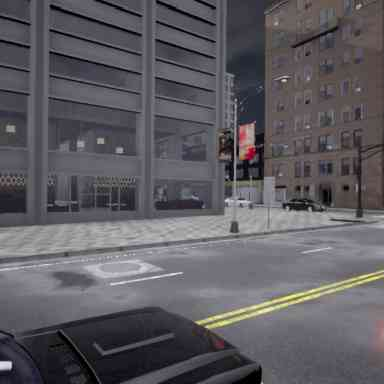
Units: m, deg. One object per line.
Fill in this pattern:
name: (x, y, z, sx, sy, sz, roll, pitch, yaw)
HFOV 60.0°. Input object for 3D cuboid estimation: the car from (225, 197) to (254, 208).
car: (6.072, 1.380, 43.931, 1.812, 1.442, 4.674, 1, 0, -35)

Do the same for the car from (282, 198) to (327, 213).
car: (11.935, 1.402, 35.605, 1.837, 1.490, 4.892, 1, 0, -35)

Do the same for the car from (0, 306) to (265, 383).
car: (-1.674, 1.601, 2.197, 4.718, 1.301, 1.895, 0, 0, -35)
